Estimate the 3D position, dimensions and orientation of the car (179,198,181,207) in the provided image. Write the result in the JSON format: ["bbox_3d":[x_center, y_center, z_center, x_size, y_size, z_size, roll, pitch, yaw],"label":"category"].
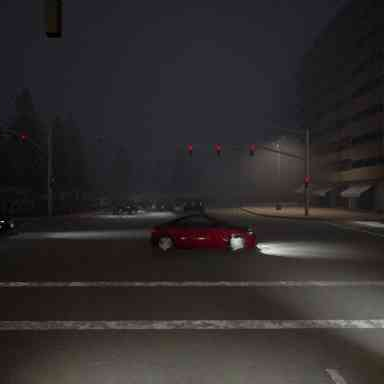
[{"bbox_3d":[-1.891,1.547,50.358,2.033,1.411,5.357,0,0,15],"label":"car"}]

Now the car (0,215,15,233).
[{"bbox_3d":[-11.858,1.532,17.142,4.902,1.511,2.128,-1,0,-8],"label":"car"}]

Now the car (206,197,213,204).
[{"bbox_3d":[2.003,1.601,59.585,1.895,1.301,4.718,0,0,31],"label":"car"}]

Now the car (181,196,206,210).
[{"bbox_3d":[0.180,1.352,37.111,2.097,1.767,4.553,0,0,1],"label":"car"}]

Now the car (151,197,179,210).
[{"bbox_3d":[-3.208,1.491,40.629,2.128,1.511,4.902,0,0,4],"label":"car"}]

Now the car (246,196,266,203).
[{"bbox_3d":[13.156,1.477,68.031,5.008,1.535,1.882,0,0,-41],"label":"car"}]

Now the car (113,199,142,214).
[{"bbox_3d":[-6.945,1.526,35.047,1.812,1.442,4.674,0,0,2],"label":"car"}]

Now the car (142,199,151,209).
[{"bbox_3d":[-6.398,1.601,44.125,1.895,1.301,4.718,0,0,6],"label":"car"}]

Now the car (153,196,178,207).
[{"bbox_3d":[-4.269,1.491,53.968,2.128,1.511,4.902,0,0,20],"label":"car"}]

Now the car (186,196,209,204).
[{"bbox_3d":[1.174,1.492,65.031,2.128,1.511,4.902,0,0,35],"label":"car"}]

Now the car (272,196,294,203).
[{"bbox_3d":[18.520,1.478,67.542,5.008,1.535,1.882,0,0,-33],"label":"car"}]

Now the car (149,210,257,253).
[{"bbox_3d":[0.413,1.576,13.216,4.181,1.385,1.994,0,0,0],"label":"car"}]
